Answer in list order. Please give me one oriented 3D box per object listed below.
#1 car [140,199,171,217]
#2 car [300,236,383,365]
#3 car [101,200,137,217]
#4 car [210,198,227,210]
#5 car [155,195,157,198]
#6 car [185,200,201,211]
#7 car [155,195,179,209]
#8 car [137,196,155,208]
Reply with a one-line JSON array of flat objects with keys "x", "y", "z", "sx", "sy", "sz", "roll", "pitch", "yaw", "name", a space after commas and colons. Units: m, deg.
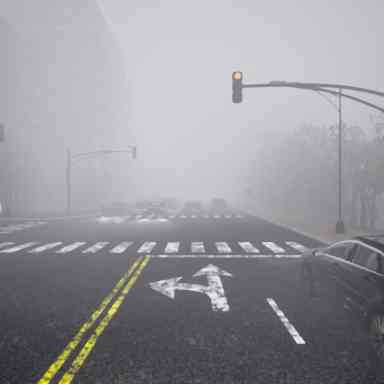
[{"x": -3.351, "y": 1.607, "z": 31.335, "sx": 1.895, "sy": 1.301, "sz": 4.718, "roll": 0, "pitch": 0, "yaw": 0, "name": "car"}, {"x": 3.350, "y": 1.490, "z": 5.650, "sx": 2.128, "sy": 1.511, "sz": 4.902, "roll": 0, "pitch": 0, "yaw": 0, "name": "car"}, {"x": -6.987, "y": 1.569, "z": 31.396, "sx": 1.994, "sy": 1.385, "sz": 4.181, "roll": 0, "pitch": 0, "yaw": 6, "name": "car"}, {"x": 3.353, "y": 1.480, "z": 42.429, "sx": 1.882, "sy": 1.535, "sz": 5.008, "roll": 0, "pitch": 0, "yaw": 0, "name": "car"}, {"x": -6.538, "y": 1.365, "z": 64.290, "sx": 2.097, "sy": 1.767, "sz": 4.553, "roll": 0, "pitch": 0, "yaw": 0, "name": "car"}, {"x": 0.104, "y": 1.602, "z": 40.267, "sx": 1.895, "sy": 1.301, "sz": 4.718, "roll": 0, "pitch": 0, "yaw": 0, "name": "car"}, {"x": -3.343, "y": 1.495, "z": 45.326, "sx": 2.128, "sy": 1.511, "sz": 4.902, "roll": 0, "pitch": 0, "yaw": 0, "name": "car"}, {"x": -6.593, "y": 1.567, "z": 45.458, "sx": 1.994, "sy": 1.385, "sz": 4.181, "roll": 0, "pitch": 0, "yaw": 0, "name": "car"}]
